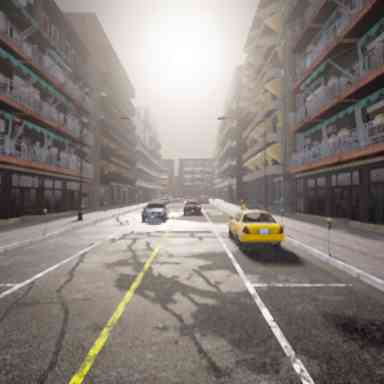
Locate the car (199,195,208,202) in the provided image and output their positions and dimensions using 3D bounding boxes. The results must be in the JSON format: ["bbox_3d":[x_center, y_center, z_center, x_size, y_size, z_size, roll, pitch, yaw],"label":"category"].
[{"bbox_3d":[2.553,1.535,77.524,1.967,1.590,4.097,1,0,0],"label":"car"}]

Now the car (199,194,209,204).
[{"bbox_3d":[2.555,1.597,66.568,1.752,1.417,4.829,1,0,0],"label":"car"}]

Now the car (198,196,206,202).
[{"bbox_3d":[2.549,1.691,83.088,1.802,1.307,4.206,1,0,0],"label":"car"}]

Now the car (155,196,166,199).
[{"bbox_3d":[-5.319,1.570,49.503,1.752,1.417,4.829,1,0,0],"label":"car"}]

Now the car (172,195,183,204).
[{"bbox_3d":[-2.779,1.424,67.364,2.097,1.767,4.553,0,0,0],"label":"car"}]

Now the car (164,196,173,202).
[{"bbox_3d":[-5.328,1.620,77.322,1.752,1.417,4.829,1,0,0],"label":"car"}]

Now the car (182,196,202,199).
[{"bbox_3d":[0.004,1.606,46.865,1.994,1.385,4.181,0,0,0],"label":"car"}]

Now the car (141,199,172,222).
[{"bbox_3d":[-2.858,1.545,26.364,1.812,1.442,4.674,0,0,0],"label":"car"}]

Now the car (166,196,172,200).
[{"bbox_3d":[-5.323,1.627,60.800,1.947,1.339,4.313,1,0,0],"label":"car"}]

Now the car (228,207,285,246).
[{"bbox_3d":[2.745,1.465,15.227,1.801,1.575,5.366,0,0,0],"label":"car"}]

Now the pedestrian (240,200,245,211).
[{"bbox_3d":[2.744,1.306,18.234,0.375,1.860,0.375,1,-1,0],"label":"pedestrian"}]

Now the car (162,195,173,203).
[{"bbox_3d":[-5.326,1.522,71.929,1.967,1.590,4.097,1,0,0],"label":"car"}]

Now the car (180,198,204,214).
[{"bbox_3d":[0.050,1.630,35.554,1.895,1.301,4.718,0,0,0],"label":"car"}]

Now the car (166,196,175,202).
[{"bbox_3d":[-5.330,1.634,82.886,1.752,1.417,4.829,1,0,0],"label":"car"}]

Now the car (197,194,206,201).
[{"bbox_3d":[2.550,1.440,88.654,2.192,1.841,5.009,1,0,0],"label":"car"}]
